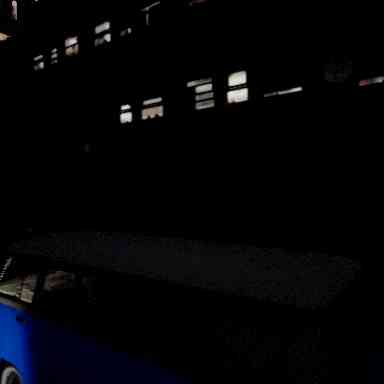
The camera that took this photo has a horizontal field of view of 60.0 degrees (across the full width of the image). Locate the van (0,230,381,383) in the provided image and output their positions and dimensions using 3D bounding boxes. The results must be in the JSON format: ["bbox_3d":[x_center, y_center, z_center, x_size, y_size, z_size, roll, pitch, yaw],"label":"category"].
[{"bbox_3d":[-0.398,1.347,3.166,3.998,1.788,1.690,0,0,36],"label":"van"}]
